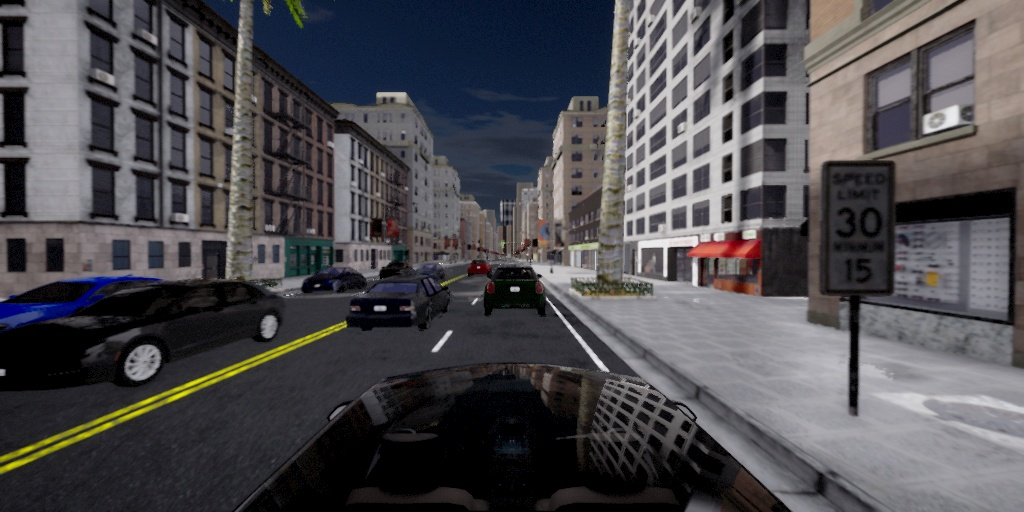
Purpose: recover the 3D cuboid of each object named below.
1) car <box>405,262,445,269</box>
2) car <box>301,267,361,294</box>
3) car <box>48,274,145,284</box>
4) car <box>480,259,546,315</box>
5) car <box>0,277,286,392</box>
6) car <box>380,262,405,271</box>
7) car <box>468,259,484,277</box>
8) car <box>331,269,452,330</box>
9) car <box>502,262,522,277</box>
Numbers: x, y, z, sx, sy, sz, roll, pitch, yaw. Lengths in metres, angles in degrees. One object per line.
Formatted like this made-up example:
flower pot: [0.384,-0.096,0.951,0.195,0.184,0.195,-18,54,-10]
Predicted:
car: [-6.566,1.291,28.685,2.033,1.411,5.357,0,0,0]
car: [-9.843,1.309,20.089,1.994,1.385,4.181,0,0,0]
car: [-9.842,1.225,8.427,1.882,1.535,5.008,0,0,0]
car: [0.098,1.099,13.775,2.097,1.767,4.553,0,0,0]
car: [-6.593,1.254,7.031,1.837,1.490,4.892,0,0,0]
car: [-9.755,1.257,30.652,1.837,1.490,4.892,0,0,0]
car: [-3.156,1.096,36.004,2.097,1.767,4.553,0,0,0]
car: [-3.152,1.295,11.060,2.033,1.411,5.357,0,0,0]
car: [0.058,1.345,36.257,1.895,1.301,4.718,0,0,0]
